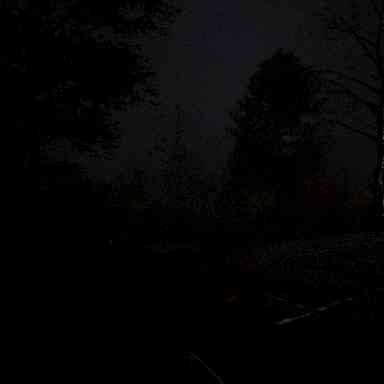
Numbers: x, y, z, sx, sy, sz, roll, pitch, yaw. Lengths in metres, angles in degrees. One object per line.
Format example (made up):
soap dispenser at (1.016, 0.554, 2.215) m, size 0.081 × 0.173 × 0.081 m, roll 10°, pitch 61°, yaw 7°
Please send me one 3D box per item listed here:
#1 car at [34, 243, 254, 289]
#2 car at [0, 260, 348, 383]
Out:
car at (-0.664, 1.585, 5.616) m, size 4.206 × 1.307 × 1.802 m, roll 0°, pitch 1°, yaw -36°
car at (-0.999, 1.601, 2.361) m, size 4.718 × 1.301 × 1.895 m, roll 0°, pitch 0°, yaw -36°
